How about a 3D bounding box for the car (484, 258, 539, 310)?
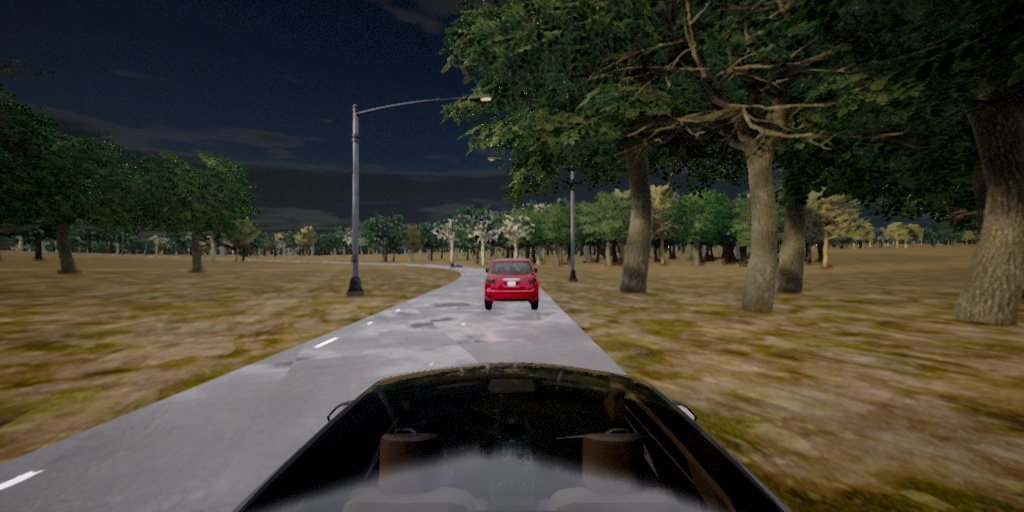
[{"bbox_3d":[-0.014,1.118,15.851,2.150,2.045,5.566,0,0,0],"label":"car"}]
